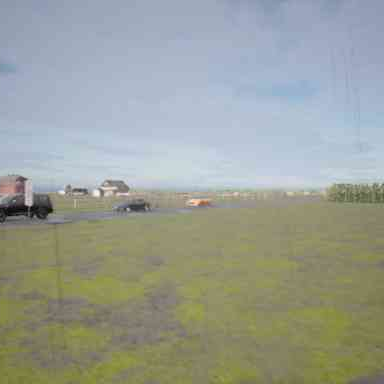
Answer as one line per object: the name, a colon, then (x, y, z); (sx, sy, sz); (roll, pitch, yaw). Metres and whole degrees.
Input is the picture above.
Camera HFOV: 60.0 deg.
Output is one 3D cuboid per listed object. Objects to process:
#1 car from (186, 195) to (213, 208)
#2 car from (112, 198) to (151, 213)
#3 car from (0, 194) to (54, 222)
car: (1.119, 1.283, 48.252); (2.097, 1.767, 4.553); (1, 0, 34)
car: (-6.613, 1.443, 36.772); (1.837, 1.490, 4.892); (1, 1, 34)
car: (-13.723, 1.171, 26.149); (2.150, 2.045, 5.566); (1, 0, 33)
